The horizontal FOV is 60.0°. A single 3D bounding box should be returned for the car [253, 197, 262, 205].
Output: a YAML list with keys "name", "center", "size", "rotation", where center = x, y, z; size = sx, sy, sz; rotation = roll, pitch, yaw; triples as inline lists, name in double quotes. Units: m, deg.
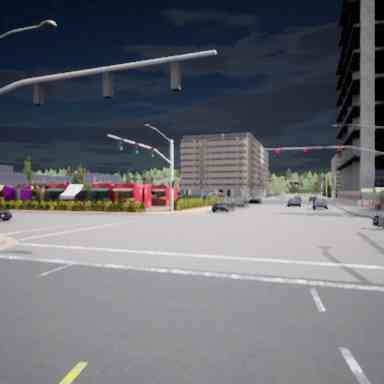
- name: "car"
  center: [11.732, 1.654, 61.720]
  size: [1.895, 1.301, 4.718]
  rotation: [0, 0, 19]

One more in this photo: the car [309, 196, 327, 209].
- name: "car"
  center: [17.471, 1.587, 45.508]
  size: [2.033, 1.411, 5.357]
  rotation: [0, 0, 19]

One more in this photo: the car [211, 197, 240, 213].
- name: "car"
  center: [3.742, 1.580, 38.359]
  size: [2.033, 1.411, 5.357]
  rotation: [0, 0, 19]

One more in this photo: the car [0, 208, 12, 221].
- name: "car"
  center: [-16.380, 1.639, 26.271]
  size: [4.181, 1.385, 1.994]
  rotation: [0, 0, 19]

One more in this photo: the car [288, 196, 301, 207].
- name: "car"
  center: [16.475, 1.610, 53.461]
  size: [1.994, 1.385, 4.181]
  rotation: [0, 0, 19]

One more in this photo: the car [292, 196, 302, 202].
- name: "car"
  center: [24.875, 1.608, 78.515]
  size: [2.033, 1.411, 5.357]
  rotation: [0, 0, 19]

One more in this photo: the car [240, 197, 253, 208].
- name: "car"
  center: [7.109, 1.545, 48.236]
  size: [1.837, 1.490, 4.892]
  rotation: [0, 0, 19]

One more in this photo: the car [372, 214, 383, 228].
- name: "car"
  center: [13.200, 1.627, 19.902]
  size: [4.181, 1.385, 1.994]
  rotation: [1, 0, 19]
